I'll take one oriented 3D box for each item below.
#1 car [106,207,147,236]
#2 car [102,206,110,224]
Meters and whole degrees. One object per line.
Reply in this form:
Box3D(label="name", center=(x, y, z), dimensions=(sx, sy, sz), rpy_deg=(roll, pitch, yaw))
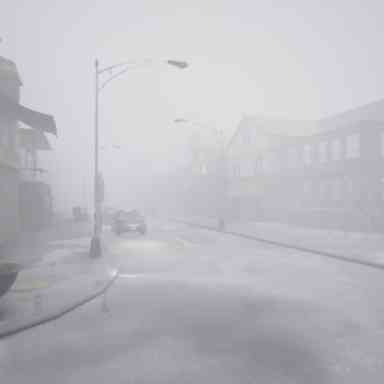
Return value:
Box3D(label="car", center=(-4.282, 1.973, 22.194), dimensions=(2.128, 1.511, 4.902), rpy_deg=(0, -1, -19))
Box3D(label="car", center=(-7.476, 2.212, 31.618), dimensions=(1.812, 1.442, 4.674), rpy_deg=(0, -1, -19))
